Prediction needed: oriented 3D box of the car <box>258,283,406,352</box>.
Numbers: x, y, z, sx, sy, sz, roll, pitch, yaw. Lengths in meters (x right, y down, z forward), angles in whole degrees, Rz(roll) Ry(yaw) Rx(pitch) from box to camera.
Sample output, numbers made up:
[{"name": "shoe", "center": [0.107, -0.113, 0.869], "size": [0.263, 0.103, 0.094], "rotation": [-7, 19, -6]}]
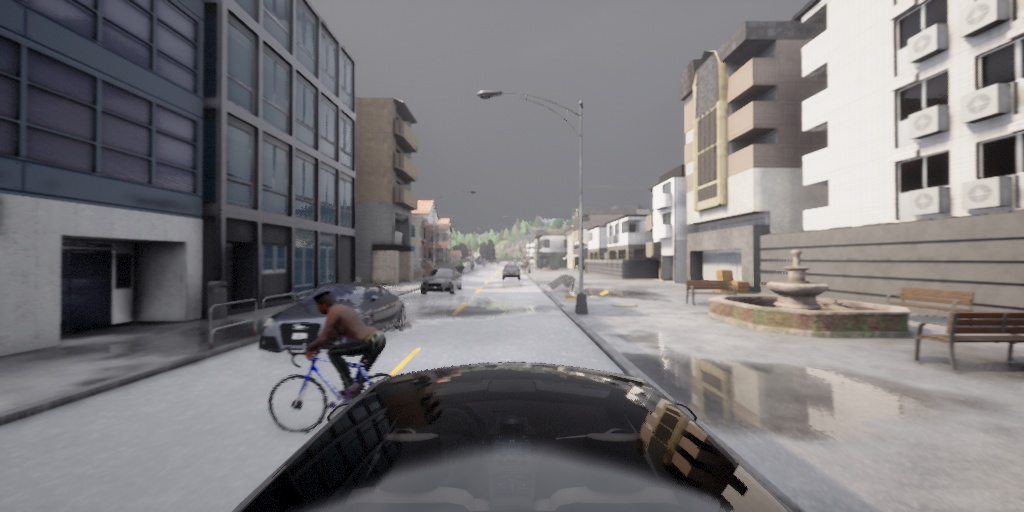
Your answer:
[{"name": "car", "center": [-4.125, 1.386, 8.950], "size": [1.994, 1.385, 4.181], "rotation": [0, -1, 0]}]

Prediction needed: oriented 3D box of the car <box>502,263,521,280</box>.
[{"name": "car", "center": [-0.049, 1.636, 36.262], "size": [2.033, 1.411, 5.357], "rotation": [0, -1, 0]}]

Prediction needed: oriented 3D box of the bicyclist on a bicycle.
[{"name": "bicyclist on a bicycle", "center": [-1.972, 1.225, 4.109], "size": [1.656, 1.620, 0.582], "rotation": [-1, -1, 0]}]

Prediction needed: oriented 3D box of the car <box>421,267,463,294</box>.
[{"name": "car", "center": [-4.167, 1.451, 21.837], "size": [1.837, 1.490, 4.892], "rotation": [0, 0, 0]}]
